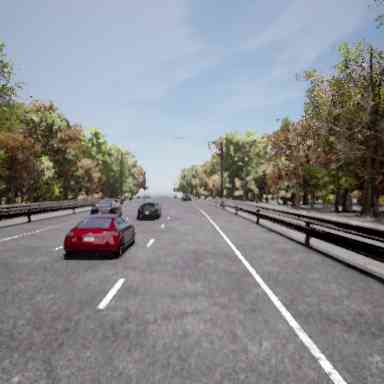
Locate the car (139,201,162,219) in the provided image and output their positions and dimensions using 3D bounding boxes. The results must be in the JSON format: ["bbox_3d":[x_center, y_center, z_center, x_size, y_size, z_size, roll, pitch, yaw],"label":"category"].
[{"bbox_3d":[-3.725,1.534,29.519,1.812,1.442,4.674,0,0,-1],"label":"car"}]

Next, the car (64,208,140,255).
[{"bbox_3d":[-3.483,1.563,13.227,1.994,1.385,4.181,0,0,0],"label":"car"}]

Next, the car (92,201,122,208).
[{"bbox_3d":[-7.212,1.499,28.470,2.128,1.511,4.902,0,0,-1],"label":"car"}]

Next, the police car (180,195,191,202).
[{"bbox_3d":[-1.171,1.585,80.964,1.930,1.638,5.238,0,0,-3],"label":"police car"}]
